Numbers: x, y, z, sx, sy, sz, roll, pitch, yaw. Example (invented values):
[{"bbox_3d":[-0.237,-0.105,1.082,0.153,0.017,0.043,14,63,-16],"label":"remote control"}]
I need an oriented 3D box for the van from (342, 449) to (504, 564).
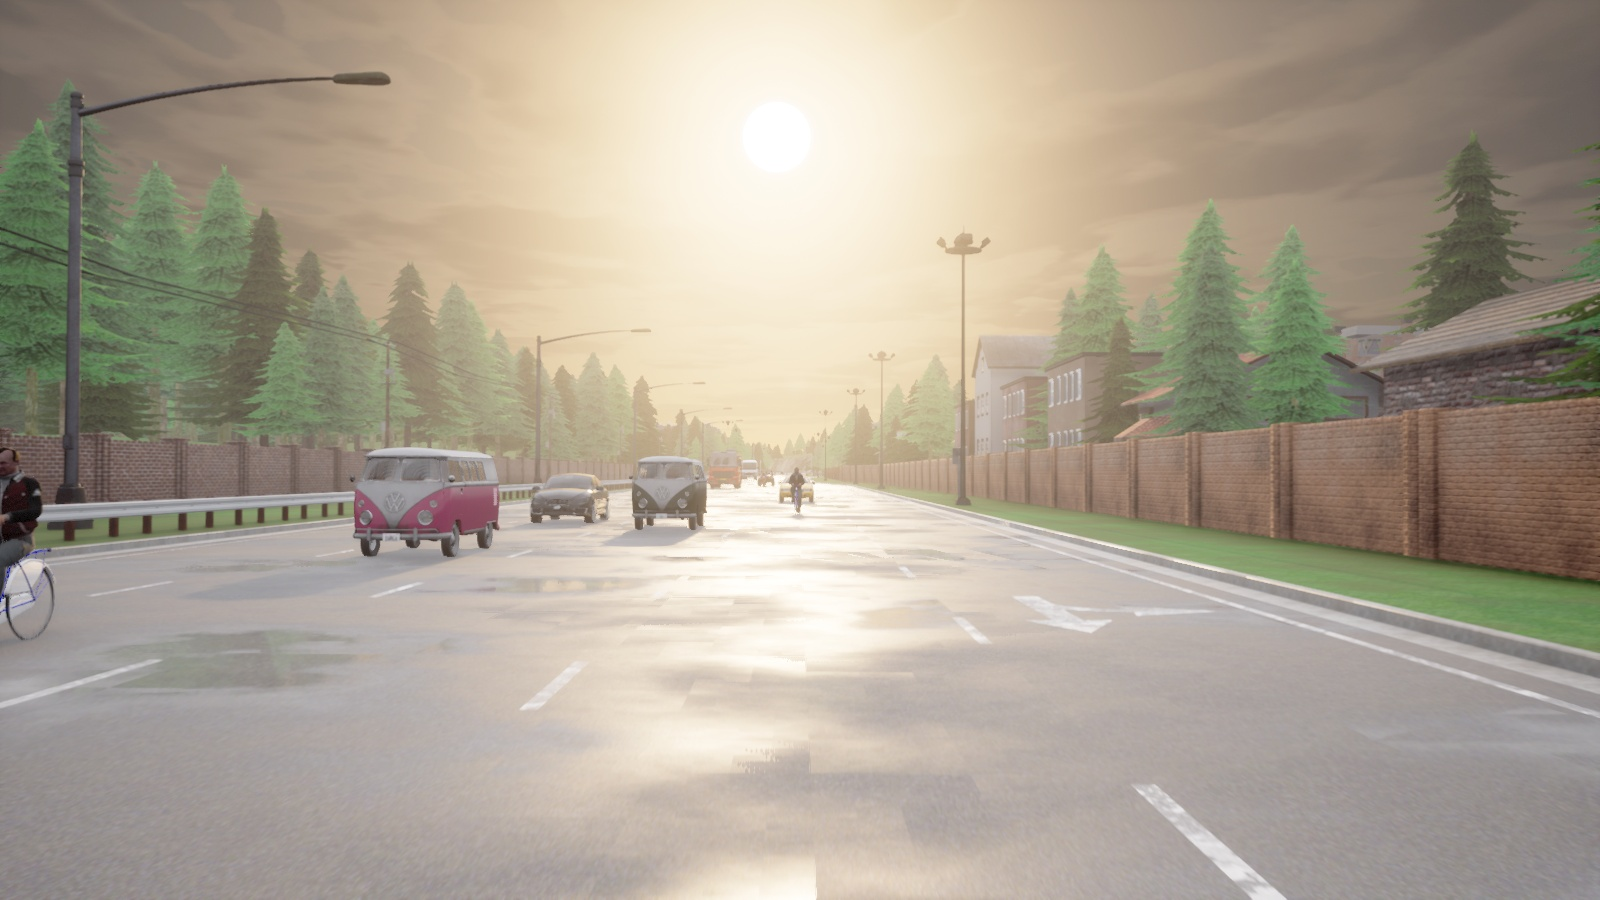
[{"bbox_3d":[-7.061,1.027,24.019,1.775,1.987,4.442,0,-1,0],"label":"van"}]

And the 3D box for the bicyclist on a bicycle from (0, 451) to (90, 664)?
[{"bbox_3d":[-7.028,0.911,10.912,0.659,1.776,1.843,0,-1,0],"label":"bicyclist on a bicycle"}]

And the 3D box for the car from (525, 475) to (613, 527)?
[{"bbox_3d":[-7.097,1.551,39.062,1.837,1.490,4.892,0,-2,0],"label":"car"}]

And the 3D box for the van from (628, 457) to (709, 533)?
[{"bbox_3d":[-3.588,1.208,34.903,1.775,1.987,4.442,0,-1,0],"label":"van"}]

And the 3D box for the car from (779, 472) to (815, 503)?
[{"bbox_3d":[-0.164,1.936,65.901,1.801,1.575,5.366,0,-1,0],"label":"car"}]
